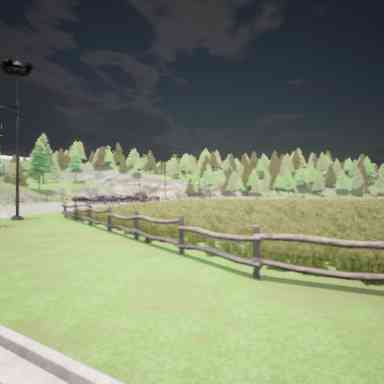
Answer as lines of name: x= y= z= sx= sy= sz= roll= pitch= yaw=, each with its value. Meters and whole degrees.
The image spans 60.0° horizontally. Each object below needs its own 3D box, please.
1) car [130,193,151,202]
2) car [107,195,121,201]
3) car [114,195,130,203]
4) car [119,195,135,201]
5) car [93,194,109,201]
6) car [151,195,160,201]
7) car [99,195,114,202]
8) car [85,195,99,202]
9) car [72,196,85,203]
car: x=-11.188 y=1.558 z=72.834 sx=1.837 sy=1.490 sz=4.892 roll=0 pitch=0 yaw=10
car: x=-19.760 y=1.524 z=84.477 sx=1.895 sy=1.301 sz=4.718 roll=0 pitch=0 yaw=10
car: x=-14.723 y=1.540 z=72.952 sx=1.882 sy=1.535 sz=5.008 roll=0 pitch=0 yaw=10
car: x=-16.321 y=1.464 z=83.827 sx=2.033 sy=1.411 sz=5.357 roll=0 pitch=0 yaw=10
car: x=-23.210 y=1.411 z=85.068 sx=1.882 sy=1.535 sz=5.008 roll=0 pitch=0 yaw=10
car: x=-9.432 y=1.467 z=82.586 sx=1.994 sy=1.385 sz=4.181 roll=0 pitch=0 yaw=10
car: x=-18.075 y=1.424 z=74.089 sx=2.097 sy=1.767 sz=4.553 roll=0 pitch=0 yaw=10
car: x=-21.538 y=1.635 z=74.602 sx=1.994 sy=1.385 sz=4.181 roll=0 pitch=0 yaw=10
car: x=-25.057 y=1.554 z=74.813 sx=1.882 sy=1.535 sz=5.008 roll=0 pitch=0 yaw=10
